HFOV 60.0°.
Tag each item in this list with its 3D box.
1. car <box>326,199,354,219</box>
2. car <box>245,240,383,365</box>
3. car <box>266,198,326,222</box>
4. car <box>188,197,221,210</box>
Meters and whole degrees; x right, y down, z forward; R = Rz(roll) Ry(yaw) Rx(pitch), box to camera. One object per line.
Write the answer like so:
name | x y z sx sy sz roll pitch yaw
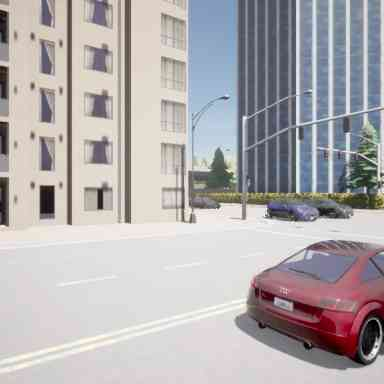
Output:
car | 11.597 1.351 28.963 2.097 1.767 4.553 0 0 -35
car | 2.947 1.564 5.881 4.181 1.385 1.994 0 0 -35
car | 7.922 1.351 26.482 2.097 1.767 4.553 0 0 -24
car | 1.841 1.564 43.010 1.994 1.385 4.181 0 0 -35
